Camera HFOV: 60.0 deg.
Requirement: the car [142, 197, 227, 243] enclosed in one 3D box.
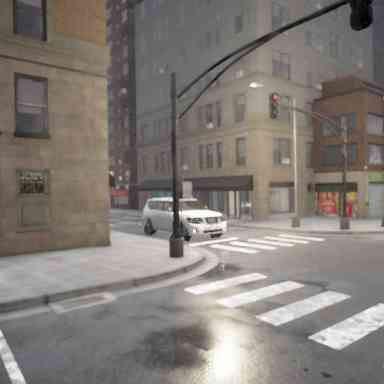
[{"bbox_3d":[-0.623,1.309,17.329,2.150,2.045,5.566,-1,0,-36],"label":"car"}]
